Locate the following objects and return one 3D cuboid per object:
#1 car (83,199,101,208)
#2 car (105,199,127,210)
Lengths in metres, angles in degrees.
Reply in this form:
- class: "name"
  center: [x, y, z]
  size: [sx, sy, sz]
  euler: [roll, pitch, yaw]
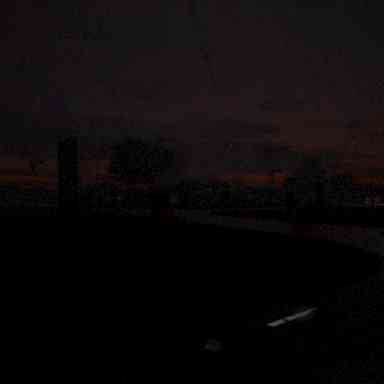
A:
- class: "car"
  center: [-17.206, 1.893, 57.160]
  size: [1.882, 1.535, 5.008]
  euler: [-1, 0, -36]
- class: "car"
  center: [-11.114, 1.798, 48.769]
  size: [1.812, 1.442, 4.674]
  euler: [-1, -1, -35]
